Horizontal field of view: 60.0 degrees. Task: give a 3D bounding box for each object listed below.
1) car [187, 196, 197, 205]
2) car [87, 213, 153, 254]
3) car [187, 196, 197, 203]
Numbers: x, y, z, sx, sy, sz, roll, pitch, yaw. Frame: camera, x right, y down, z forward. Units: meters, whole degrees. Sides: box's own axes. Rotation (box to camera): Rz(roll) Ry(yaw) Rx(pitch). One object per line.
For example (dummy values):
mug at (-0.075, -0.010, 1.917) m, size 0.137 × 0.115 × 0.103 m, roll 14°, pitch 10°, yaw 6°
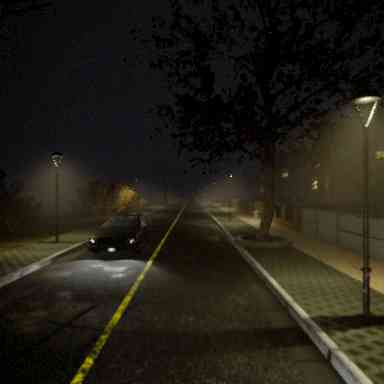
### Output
car at (-0.006, 1.892, 67.199) m, size 1.882 × 1.535 × 5.008 m, roll 0°, pitch 0°, yaw 0°
car at (-2.774, 1.627, 14.152) m, size 2.033 × 1.411 × 5.357 m, roll 0°, pitch 0°, yaw 0°
car at (-0.007, 1.733, 77.622) m, size 2.097 × 1.767 × 4.553 m, roll 0°, pitch 0°, yaw 0°
